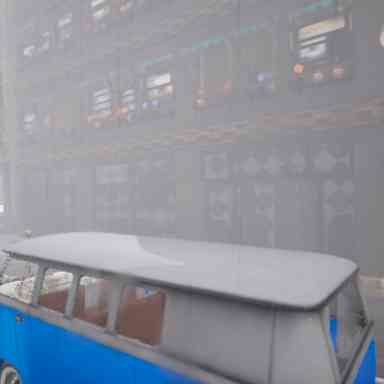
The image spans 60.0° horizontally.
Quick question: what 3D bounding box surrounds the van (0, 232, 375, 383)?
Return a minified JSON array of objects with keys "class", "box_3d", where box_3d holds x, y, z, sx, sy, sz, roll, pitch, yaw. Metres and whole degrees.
[{"class":"van","box_3d":[-0.429,1.363,3.200,3.998,1.788,1.690,-1,-1,36]}]
